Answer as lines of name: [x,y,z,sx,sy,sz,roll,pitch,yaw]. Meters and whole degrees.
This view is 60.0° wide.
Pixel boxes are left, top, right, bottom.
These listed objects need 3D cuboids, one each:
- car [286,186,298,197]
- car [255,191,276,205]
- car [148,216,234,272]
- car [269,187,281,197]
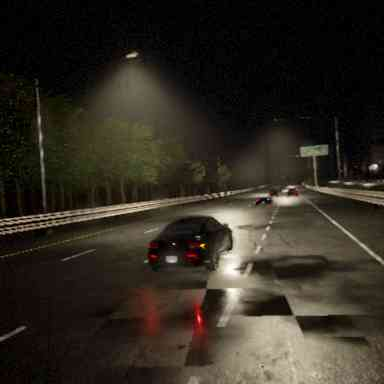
car: [18.585,0.095,61.620,1.837,1.490,4.892,-4,1,16]
car: [9.015,0.895,41.393,1.895,1.301,4.718,-4,0,16]
car: [0.118,1.491,10.639,1.812,1.442,4.674,-4,0,16]
car: [16.213,0.247,66.325,1.837,1.490,4.892,-4,0,16]
